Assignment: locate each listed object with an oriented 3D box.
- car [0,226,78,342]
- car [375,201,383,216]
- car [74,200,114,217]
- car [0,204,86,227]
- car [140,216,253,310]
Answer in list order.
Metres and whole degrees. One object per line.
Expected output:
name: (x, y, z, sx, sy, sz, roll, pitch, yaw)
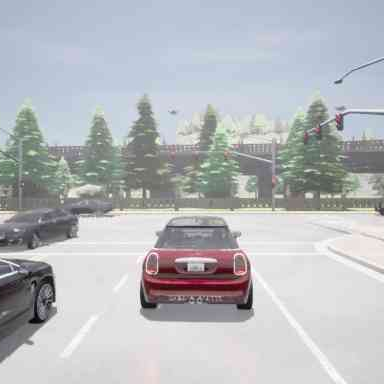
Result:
car: (-3.434, 1.492, 4.259, 2.128, 1.511, 4.902, 0, 0, 0)
car: (19.465, 1.166, 29.714, 5.566, 2.045, 2.150, 0, 0, 1)
car: (-9.575, 1.436, 30.154, 4.902, 1.511, 2.128, 0, 0, 1)
car: (-6.807, 1.498, 14.607, 1.837, 1.490, 4.892, -2, 0, 9)
car: (0.146, 1.352, 8.010, 2.097, 1.767, 4.553, 0, 0, 2)
